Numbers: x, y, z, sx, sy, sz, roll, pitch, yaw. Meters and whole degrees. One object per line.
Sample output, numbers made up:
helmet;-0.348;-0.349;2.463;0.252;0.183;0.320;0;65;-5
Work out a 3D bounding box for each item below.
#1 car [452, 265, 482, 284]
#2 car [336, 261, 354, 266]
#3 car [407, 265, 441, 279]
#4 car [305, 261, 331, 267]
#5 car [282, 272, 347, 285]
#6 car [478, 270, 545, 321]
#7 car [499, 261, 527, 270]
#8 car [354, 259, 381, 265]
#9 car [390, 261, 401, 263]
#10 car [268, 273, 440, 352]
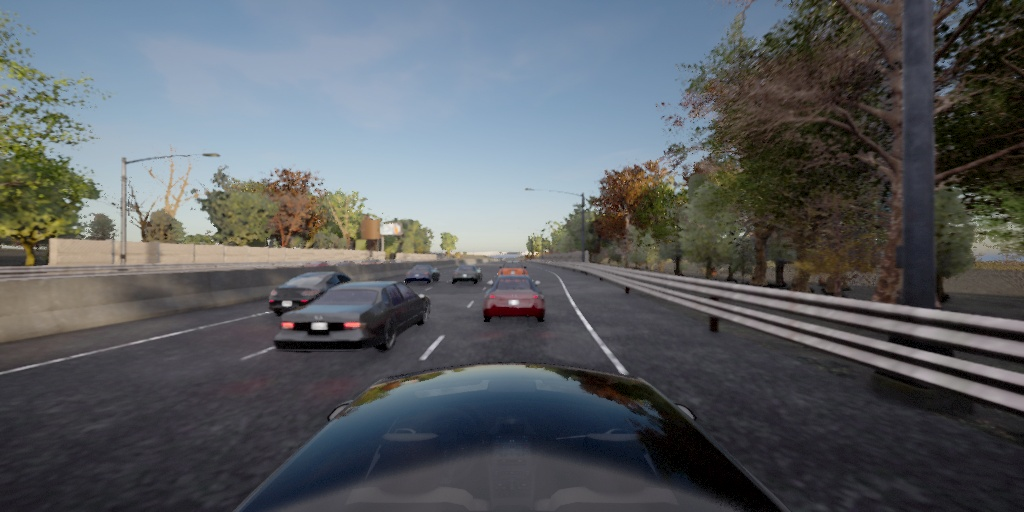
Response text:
car;-3.430;1.399;28.070;1.994;1.385;4.181;0;0;0
car;-24.552;1.500;53.382;1.994;1.385;4.181;0;0;0
car;-6.927;1.400;28.232;1.994;1.385;4.181;0;0;0
car;-28.052;1.456;52.062;1.812;1.442;4.674;0;0;0
car;-6.926;1.311;13.366;1.812;1.442;4.674;0;0;0
car;0.070;1.347;12.614;1.994;1.385;4.181;0;0;0
car;0.068;1.184;27.366;2.097;1.767;4.553;0;0;0
car;-21.056;1.289;53.434;2.097;1.767;4.553;0;0;0
car;-17.558;1.503;53.804;1.994;1.385;4.181;0;0;0
car;-3.454;1.319;8.970;2.033;1.411;5.357;0;0;0
